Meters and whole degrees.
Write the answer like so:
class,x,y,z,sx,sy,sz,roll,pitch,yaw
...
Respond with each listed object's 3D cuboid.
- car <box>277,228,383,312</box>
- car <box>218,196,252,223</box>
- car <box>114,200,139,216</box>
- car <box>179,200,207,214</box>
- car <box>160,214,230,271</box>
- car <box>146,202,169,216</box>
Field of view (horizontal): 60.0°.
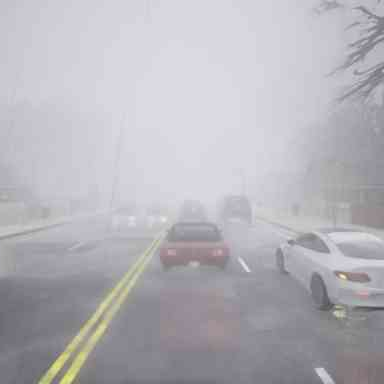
class,x,y,z,sx,sy,sz,roll,pitch,yaw
car,3.314,1.553,7.656,1.812,1.442,4.674,0,0,0
car,3.332,1.313,26.530,2.150,2.045,5.566,0,0,0
car,-6.595,1.624,33.978,1.837,1.490,4.892,0,-1,0
car,0.078,1.448,26.981,2.097,1.767,4.553,0,0,0
car,0.081,1.640,11.035,1.895,1.301,4.718,0,0,0
car,-3.346,1.680,33.332,1.994,1.385,4.181,0,0,0
